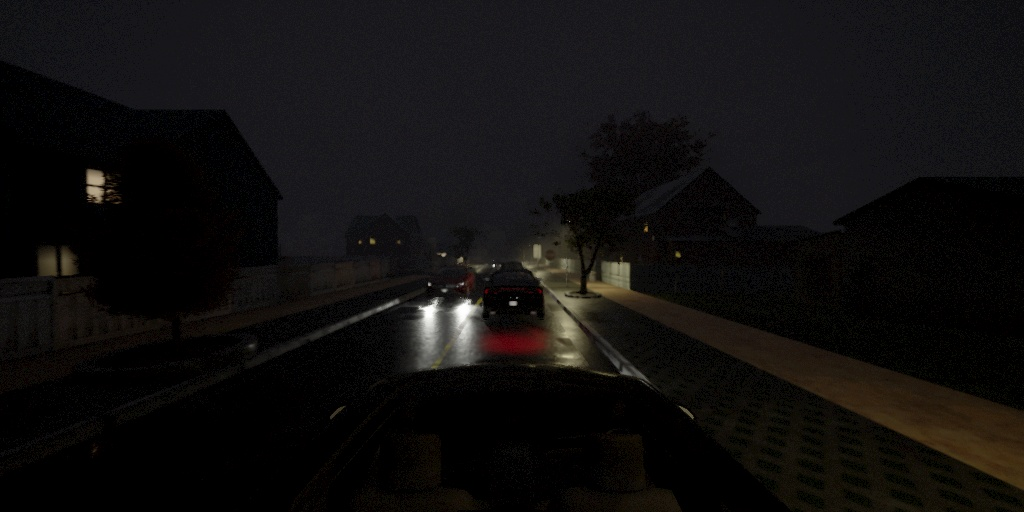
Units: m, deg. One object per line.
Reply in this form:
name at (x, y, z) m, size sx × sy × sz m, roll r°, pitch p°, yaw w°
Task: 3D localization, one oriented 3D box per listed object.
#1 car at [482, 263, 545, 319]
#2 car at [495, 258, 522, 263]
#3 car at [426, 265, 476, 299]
car at (0.061, 1.157, 12.434) m, size 1.882 × 1.535 × 5.008 m, roll 0°, pitch 0°, yaw 1°
car at (-0.013, 1.111, 23.981) m, size 1.837 × 1.490 × 4.892 m, roll 0°, pitch 0°, yaw -1°
car at (-2.828, 1.173, 17.381) m, size 1.812 × 1.442 × 4.674 m, roll 0°, pitch 0°, yaw 0°
